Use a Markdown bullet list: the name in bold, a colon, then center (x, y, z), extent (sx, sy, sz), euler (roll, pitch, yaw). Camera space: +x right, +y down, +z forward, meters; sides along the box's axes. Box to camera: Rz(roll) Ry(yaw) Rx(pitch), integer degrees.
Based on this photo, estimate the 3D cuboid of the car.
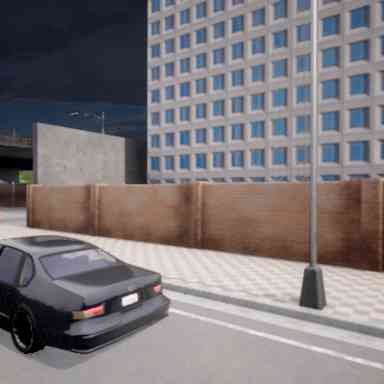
- **car**: center (-2.898, 1.529, 6.061), extent (5.357, 1.411, 2.033), euler (0, 0, 36)
